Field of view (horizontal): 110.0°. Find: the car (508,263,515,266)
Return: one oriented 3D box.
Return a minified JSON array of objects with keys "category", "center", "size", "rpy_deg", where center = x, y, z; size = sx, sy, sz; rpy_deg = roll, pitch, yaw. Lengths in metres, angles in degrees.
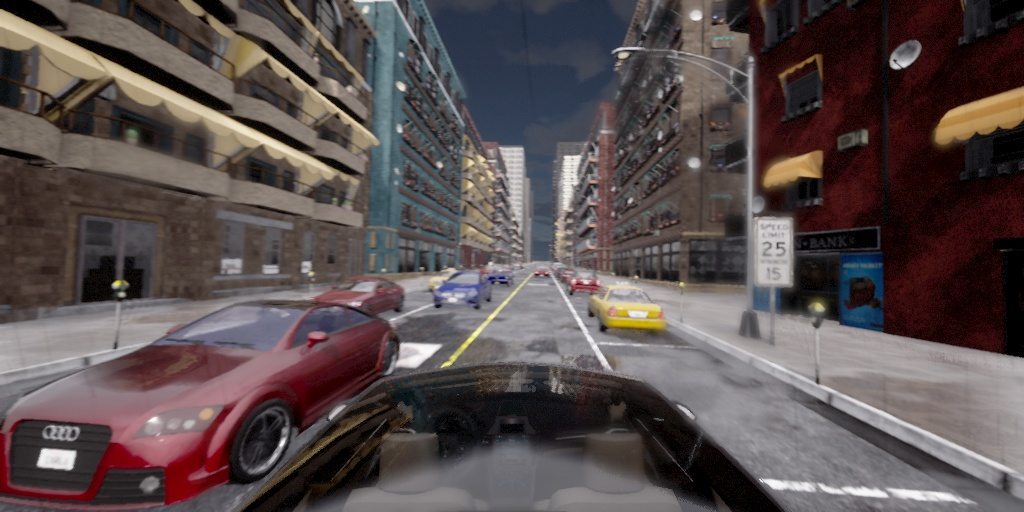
[{"category":"car","center":[-1.074,1.989,56.154],"size":[1.888,1.381,4.507],"rpy_deg":[0,0,5]}]

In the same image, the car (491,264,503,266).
[{"category":"car","center":[-2.533,1.739,39.597],"size":[1.888,1.381,4.507],"rpy_deg":[0,0,5]}]

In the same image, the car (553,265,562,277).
[{"category":"car","center":[5.818,1.957,38.911],"size":[1.948,1.339,4.313],"rpy_deg":[0,0,5]}]

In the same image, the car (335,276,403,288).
[{"category":"car","center":[-4.963,1.349,12.003],"size":[1.802,1.307,4.207],"rpy_deg":[0,0,5]}]

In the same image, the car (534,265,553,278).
[{"category":"car","center":[3.682,2.007,44.138],"size":[1.895,1.301,4.718],"rpy_deg":[1,-1,5]}]

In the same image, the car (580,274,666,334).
[{"category":"car","center":[3.402,1.490,11.487],"size":[1.751,1.417,4.829],"rpy_deg":[0,0,5]}]

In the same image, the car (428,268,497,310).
[{"category":"car","center":[-2.000,1.417,15.770],"size":[1.812,1.442,4.674],"rpy_deg":[1,0,5]}]

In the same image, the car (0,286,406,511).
[{"category":"car","center":[-3.023,1.277,4.513],"size":[1.994,1.385,4.181],"rpy_deg":[1,-1,5]}]

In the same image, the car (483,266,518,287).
[{"category":"car","center":[-0.901,1.686,28.290],"size":[1.895,1.301,4.718],"rpy_deg":[1,-1,5]}]

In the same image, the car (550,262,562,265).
[{"category":"car","center":[7.277,2.081,55.467],"size":[1.967,1.591,4.097],"rpy_deg":[0,0,5]}]

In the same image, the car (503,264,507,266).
[{"category":"car","center":[-2.047,1.717,45.116],"size":[1.967,1.591,4.097],"rpy_deg":[0,0,5]}]

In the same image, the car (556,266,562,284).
[{"category":"car","center":[5.332,1.889,33.392],"size":[1.802,1.307,4.207],"rpy_deg":[0,0,5]}]

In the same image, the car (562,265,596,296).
[{"category":"car","center":[4.360,1.576,22.355],"size":[1.967,1.591,4.097],"rpy_deg":[0,0,5]}]

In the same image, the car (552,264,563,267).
[{"category":"car","center":[6.305,2.040,44.429],"size":[1.948,1.339,4.313],"rpy_deg":[0,0,5]}]
